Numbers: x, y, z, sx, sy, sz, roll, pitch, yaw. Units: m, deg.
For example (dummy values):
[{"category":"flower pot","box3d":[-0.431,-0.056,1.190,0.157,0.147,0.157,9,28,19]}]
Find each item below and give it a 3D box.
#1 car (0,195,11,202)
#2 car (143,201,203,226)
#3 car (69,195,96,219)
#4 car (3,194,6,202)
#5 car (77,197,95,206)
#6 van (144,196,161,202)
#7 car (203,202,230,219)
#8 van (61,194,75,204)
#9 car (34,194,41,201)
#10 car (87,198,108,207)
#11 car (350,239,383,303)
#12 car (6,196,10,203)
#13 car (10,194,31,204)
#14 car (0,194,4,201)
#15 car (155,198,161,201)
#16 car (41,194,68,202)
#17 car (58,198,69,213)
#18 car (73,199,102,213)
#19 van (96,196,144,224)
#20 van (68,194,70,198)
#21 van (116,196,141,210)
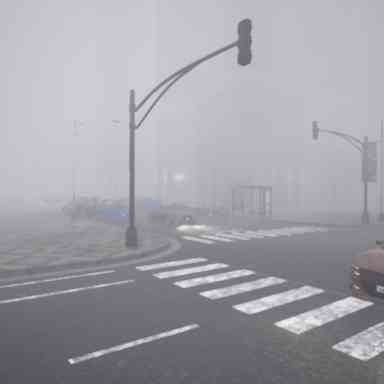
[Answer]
[{"category":"car","box3d":[-44.944,1.514,79.940,1.752,1.417,4.829,0,0,-36]},{"category":"car","box3d":[-1.449,1.577,23.661,1.994,1.385,4.181,0,0,-36]},{"category":"car","box3d":[-8.728,1.309,29.271,2.192,1.841,5.009,0,0,-36]},{"category":"car","box3d":[-38.342,1.514,70.703,1.752,1.417,4.829,0,0,-36]},{"category":"car","box3d":[-18.302,1.616,57.324,1.802,1.307,4.206,0,0,-36]},{"category":"van","box3d":[-5.095,1.379,38.849,1.690,1.788,3.998,0,0,-36]},{"category":"car","box3d":[1.507,1.596,29.610,2.008,1.369,4.403,0,0,-36]},{"category":"van","box3d":[-24.903,1.376,66.563,1.690,1.788,3.998,0,0,-36]},{"category":"car","box3d":[-38.108,1.351,85.039,2.192,1.841,5.009,0,0,-36]},{"category":"car","box3d":[-15.000,1.616,52.704,1.802,1.307,4.206,0,0,-36]},{"category":"car","box3d":[5.537,1.520,7.518,5.008,1.535,1.882,0,0,-36]},{"category":"car","box3d":[-35.139,1.428,66.222,1.967,1.590,4.097,0,0,-36]},{"category":"car","box3d":[-31.838,1.539,61.603,2.008,1.369,4.403,0,0,-36]},{"category":"car","box3d":[-41.742,1.555,75.460,1.947,1.339,4.313,0,0,-36]},{"category":"car","box3d":[-1.795,1.623,34.229,1.802,1.307,4.206,0,0,-36]},{"category":"car","box3d":[-21.520,1.012,51.922,2.097,1.767,4.553,0,0,-36]},{"category":"car","box3d":[-12.031,1.573,33.890,1.802,1.307,4.206,0,0,-36]},{"category":"car","box3d":[-12.282,1.529,38.831,1.812,1.442,4.674,0,0,-35]},{"category":"van","box3d":[-5.427,1.339,24.652,1.690,1.788,3.998,0,0,-36]},{"category":"van","box3d":[-21.602,1.376,61.944,1.690,1.788,3.998,0,0,-36]},{"category":"van","box3d":[-8.396,1.376,43.467,1.690,1.788,3.998,0,0,-36]}]
